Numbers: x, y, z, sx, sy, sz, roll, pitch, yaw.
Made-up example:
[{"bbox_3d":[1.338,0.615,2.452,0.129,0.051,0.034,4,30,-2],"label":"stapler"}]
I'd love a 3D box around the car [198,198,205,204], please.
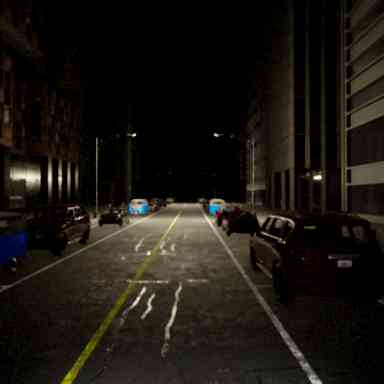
[{"bbox_3d":[2.668,2.410,92.516,1.967,1.590,4.097,0,-1,0],"label":"car"}]

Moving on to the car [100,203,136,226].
[{"bbox_3d":[-5.788,1.806,25.191,2.008,1.369,4.403,0,-1,0],"label":"car"}]

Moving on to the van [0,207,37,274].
[{"bbox_3d":[-5.770,1.427,8.366,1.690,1.788,3.998,0,-1,0],"label":"van"}]

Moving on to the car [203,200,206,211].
[{"bbox_3d":[2.720,1.970,42.036,1.887,1.381,4.507,0,-1,0],"label":"car"}]

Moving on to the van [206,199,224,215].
[{"bbox_3d":[2.726,1.709,36.429,1.690,1.788,3.998,0,-1,0],"label":"van"}]

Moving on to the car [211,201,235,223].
[{"bbox_3d":[2.738,1.694,25.210,1.967,1.590,4.097,0,-1,0],"label":"car"}]

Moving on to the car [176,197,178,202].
[{"bbox_3d":[-5.857,2.286,92.504,2.192,1.841,5.009,0,-1,0],"label":"car"}]

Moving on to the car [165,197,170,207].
[{"bbox_3d":[-5.828,2.182,64.286,1.752,1.417,4.829,0,-1,0],"label":"car"}]

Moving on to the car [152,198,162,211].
[{"bbox_3d":[-5.810,1.923,47.630,1.967,1.590,4.097,0,-1,0],"label":"car"}]

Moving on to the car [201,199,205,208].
[{"bbox_3d":[2.715,2.048,47.645,1.947,1.339,4.313,0,-1,0],"label":"car"}]

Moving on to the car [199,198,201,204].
[{"bbox_3d":[2.703,2.124,59.033,1.752,1.417,4.829,0,-1,0],"label":"car"}]

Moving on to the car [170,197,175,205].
[{"bbox_3d":[-5.845,2.412,81.283,1.947,1.339,4.313,0,-1,0],"label":"car"}]

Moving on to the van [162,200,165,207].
[{"bbox_3d":[-5.816,1.881,53.240,1.690,1.788,3.998,0,-1,0],"label":"van"}]

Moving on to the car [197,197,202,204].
[{"bbox_3d":[2.680,2.396,81.297,2.008,1.369,4.403,0,-1,0],"label":"car"}]

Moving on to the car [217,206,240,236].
[{"bbox_3d":[2.743,1.742,19.601,1.887,1.381,4.507,0,-1,0],"label":"car"}]

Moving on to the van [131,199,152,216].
[{"bbox_3d":[-5.799,1.710,36.412,1.690,1.788,3.998,0,-1,0],"label":"van"}]

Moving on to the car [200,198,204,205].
[{"bbox_3d":[2.709,2.066,53.424,1.752,1.417,4.829,0,-1,0],"label":"car"}]

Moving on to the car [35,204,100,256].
[{"bbox_3d":[-5.776,1.457,13.975,2.192,1.841,5.009,0,-1,0],"label":"car"}]

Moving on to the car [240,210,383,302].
[{"bbox_3d":[2.755,1.400,8.385,2.192,1.841,5.009,0,-1,0],"label":"car"}]
